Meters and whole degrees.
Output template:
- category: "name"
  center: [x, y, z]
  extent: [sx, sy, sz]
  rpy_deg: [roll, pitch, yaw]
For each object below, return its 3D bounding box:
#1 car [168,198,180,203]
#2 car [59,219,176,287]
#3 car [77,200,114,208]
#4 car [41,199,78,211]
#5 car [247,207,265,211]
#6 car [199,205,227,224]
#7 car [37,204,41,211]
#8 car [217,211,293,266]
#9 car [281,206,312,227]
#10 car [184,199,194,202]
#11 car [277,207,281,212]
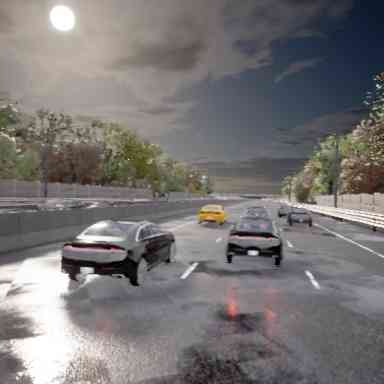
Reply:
- category: "car"
  center: [-3.767, 2.056, 71.448]
  extent: [1.837, 1.490, 4.892]
  rpy_deg: [2, -1, 11]
- category: "car"
  center: [-1.803, 1.535, 9.611]
  extent: [2.128, 1.511, 4.902]
  rpy_deg: [2, -1, 11]
- category: "car"
  center: [-8.445, 1.621, 30.881]
  extent: [1.994, 1.385, 4.181]
  rpy_deg: [2, -1, 11]
- category: "car"
  center: [-11.833, 1.466, 31.771]
  extent: [1.837, 1.490, 4.892]
  rpy_deg: [2, -1, 11]
- category: "car"
  center: [5.995, 2.050, 30.699]
  extent: [2.033, 1.411, 5.357]
  rpy_deg: [2, -1, 11]
- category: "car"
  center: [1.808, 1.819, 27.602]
  extent: [1.882, 1.535, 5.008]
  rpy_deg: [2, -1, 11]
- category: "car"
  center: [-14.602, 1.442, 35.755]
  extent: [1.812, 1.442, 4.674]
  rpy_deg: [2, -1, 11]
- category: "car"
  center: [2.365, 1.695, 12.599]
  extent: [2.128, 1.511, 4.902]
  rpy_deg: [2, -1, 11]
- category: "car"
  center: [9.079, 2.068, 28.477]
  extent: [2.128, 1.511, 4.902]
  rpy_deg: [2, -1, 12]
- category: "car"
  center: [-0.421, 2.222, 70.350]
  extent: [2.033, 1.411, 5.357]
  rpy_deg: [2, -1, 11]
- category: "car"
  center: [11.348, 2.332, 39.971]
  extent: [1.994, 1.385, 4.181]
  rpy_deg: [2, -1, 12]
